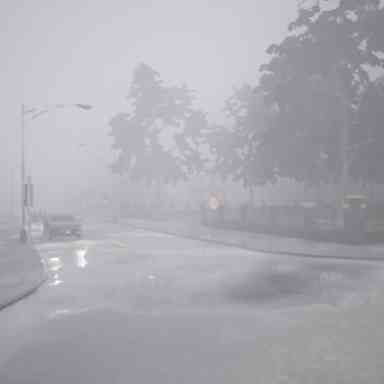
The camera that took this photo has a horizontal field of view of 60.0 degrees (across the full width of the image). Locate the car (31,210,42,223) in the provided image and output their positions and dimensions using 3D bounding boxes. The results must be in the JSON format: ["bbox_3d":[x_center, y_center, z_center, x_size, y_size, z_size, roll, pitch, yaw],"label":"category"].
[{"bbox_3d":[-16.621,2.641,36.264,1.895,1.301,4.718,0,-1,-29],"label":"car"}]

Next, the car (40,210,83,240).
[{"bbox_3d":[-8.223,2.089,21.012,1.837,1.490,4.892,0,-1,-29],"label":"car"}]
